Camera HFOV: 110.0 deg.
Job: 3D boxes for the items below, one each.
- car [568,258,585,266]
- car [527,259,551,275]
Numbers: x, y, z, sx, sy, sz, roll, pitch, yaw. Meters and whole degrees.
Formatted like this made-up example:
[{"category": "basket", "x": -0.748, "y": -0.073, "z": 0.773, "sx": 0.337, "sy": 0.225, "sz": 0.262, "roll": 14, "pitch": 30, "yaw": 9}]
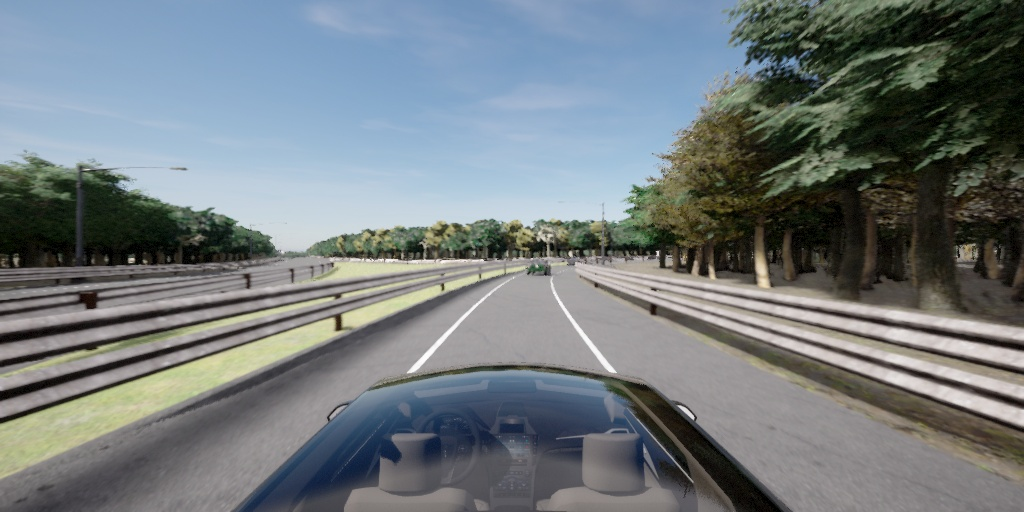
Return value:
[{"category": "car", "x": 11.556, "y": 1.064, "z": 64.044, "sx": 2.128, "sy": 1.511, "sz": 4.902, "roll": 1, "pitch": 0, "yaw": 29}, {"category": "car", "x": 2.990, "y": 1.081, "z": 38.519, "sx": 2.097, "sy": 1.767, "sz": 4.553, "roll": 0, "pitch": 0, "yaw": 12}]
